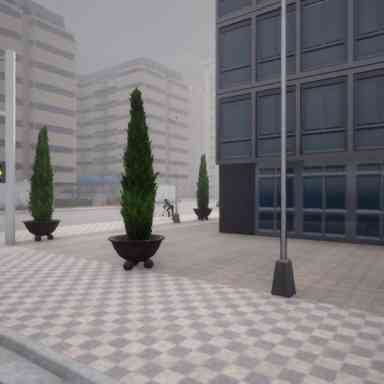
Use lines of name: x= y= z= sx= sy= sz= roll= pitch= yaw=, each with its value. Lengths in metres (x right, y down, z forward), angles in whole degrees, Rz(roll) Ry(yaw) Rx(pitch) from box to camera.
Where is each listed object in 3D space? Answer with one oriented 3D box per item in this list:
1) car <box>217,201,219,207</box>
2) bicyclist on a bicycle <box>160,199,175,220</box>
car: x=5.521 y=1.613 z=50.658 sx=1.994 sy=1.385 sz=4.181 roll=0 pitch=0 yaw=35
bicyclist on a bicycle: x=-1.890 y=1.353 z=25.798 sx=1.656 sy=1.620 sz=0.582 roll=0 pitch=0 yaw=35
